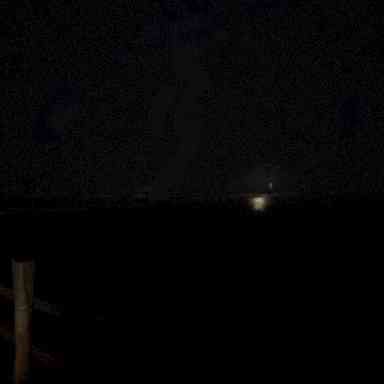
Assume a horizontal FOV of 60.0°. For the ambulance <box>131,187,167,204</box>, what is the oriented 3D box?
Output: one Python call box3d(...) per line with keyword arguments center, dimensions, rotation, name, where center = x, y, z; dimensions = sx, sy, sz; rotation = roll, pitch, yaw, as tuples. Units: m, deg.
box3d(center=(-6.829, 0.455, 52.852), dimensions=(2.351, 2.431, 6.366), rotation=(2, 2, 35), name="ambulance")
